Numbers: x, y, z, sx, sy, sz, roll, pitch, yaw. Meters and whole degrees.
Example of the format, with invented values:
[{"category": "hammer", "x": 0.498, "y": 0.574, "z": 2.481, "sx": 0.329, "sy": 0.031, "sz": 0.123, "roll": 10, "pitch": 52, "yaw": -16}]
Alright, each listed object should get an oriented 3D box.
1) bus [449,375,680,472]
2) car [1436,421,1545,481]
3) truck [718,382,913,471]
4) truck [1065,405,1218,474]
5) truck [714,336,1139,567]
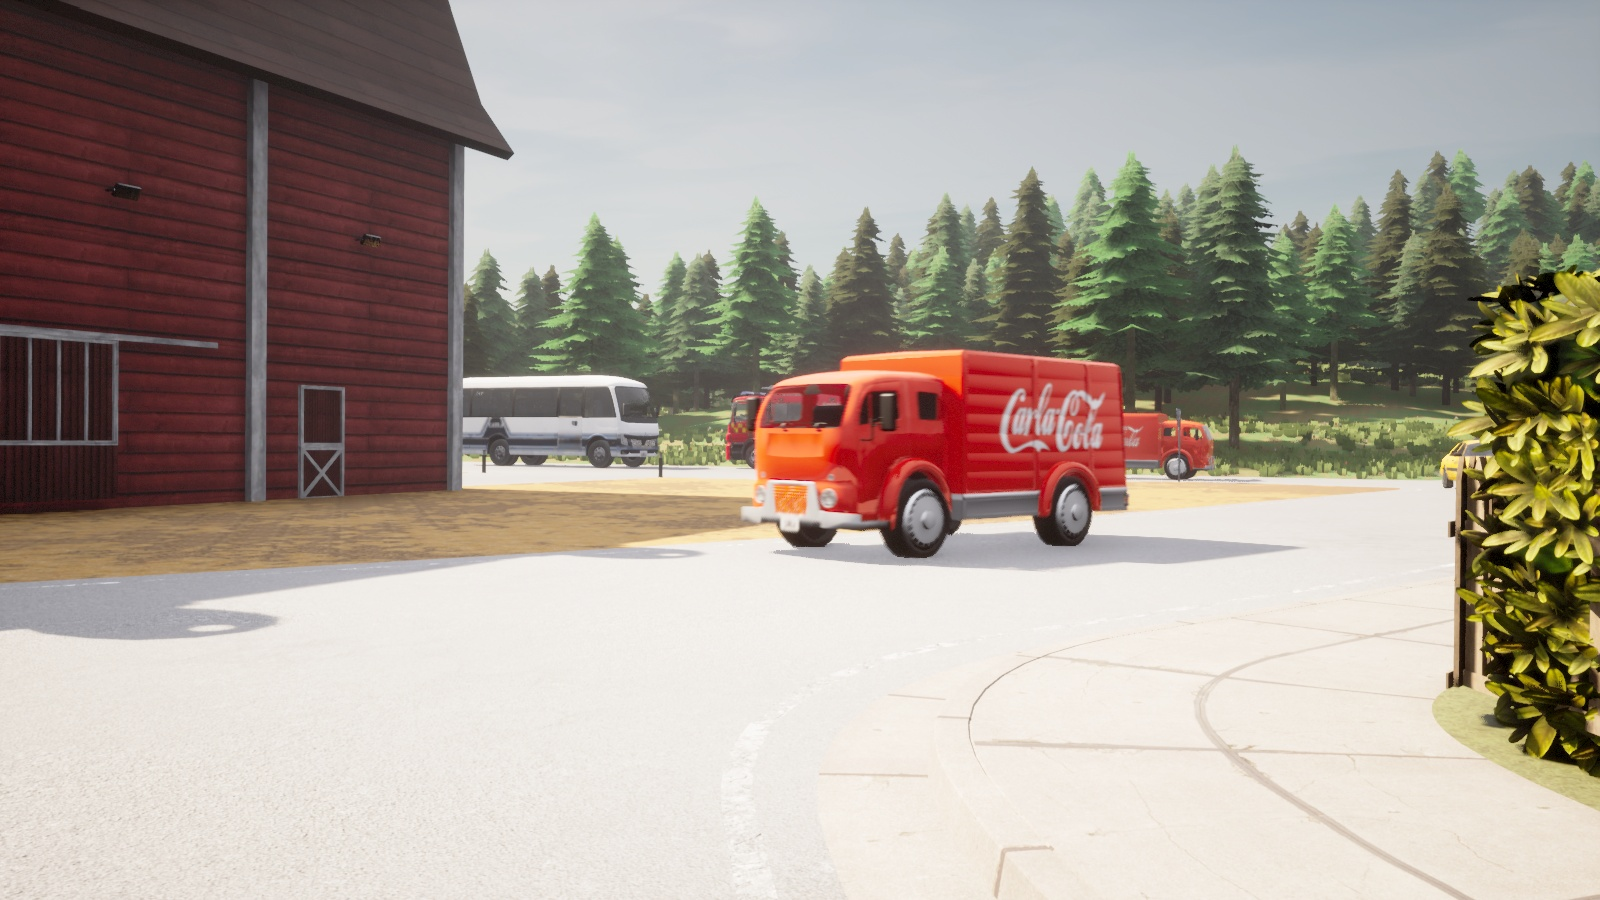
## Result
[{"category": "bus", "x": -11.111, "y": -1.139, "z": 59.087, "sx": 10.273, "sy": 4.253, "sz": 3.944, "roll": 0, "pitch": 0, "yaw": 26}, {"category": "car", "x": 19.522, "y": -0.010, "z": 35.719, "sx": 1.801, "sy": 1.575, "sz": 5.366, "roll": -1, "pitch": 1, "yaw": 19}, {"category": "truck", "x": 0.667, "y": -1.022, "z": 57.294, "sx": 8.468, "sy": 3.827, "sz": 2.891, "roll": 0, "pitch": 0, "yaw": 26}, {"category": "truck", "x": 12.920, "y": -0.380, "z": 47.503, "sx": 5.204, "sy": 2.467, "sz": 2.627, "roll": 0, "pitch": 0, "yaw": 26}, {"category": "truck", "x": 1.770, "y": -0.027, "z": 16.165, "sx": 5.204, "sy": 2.467, "sz": 2.627, "roll": -1, "pitch": 1, "yaw": -43}]
